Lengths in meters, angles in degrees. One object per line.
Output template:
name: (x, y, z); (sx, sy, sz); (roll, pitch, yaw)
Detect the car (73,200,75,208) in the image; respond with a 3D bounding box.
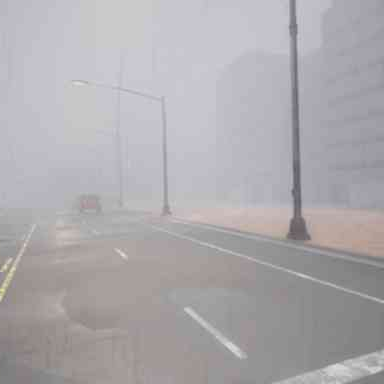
car: (-15.977, 1.452, 48.019); (2.097, 1.767, 4.553); (-2, 0, -23)

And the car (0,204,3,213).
car: (-23.675, 1.855, 39.308); (1.882, 1.535, 5.008); (-2, 0, -23)

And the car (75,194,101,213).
car: (-11.831, 1.278, 38.374); (2.150, 2.045, 5.566); (-2, 0, -23)
